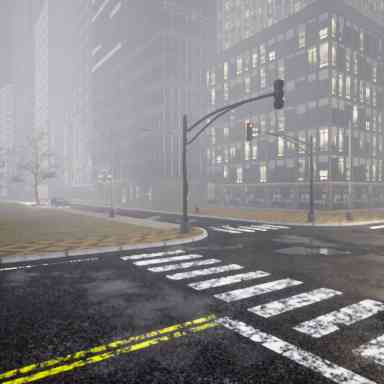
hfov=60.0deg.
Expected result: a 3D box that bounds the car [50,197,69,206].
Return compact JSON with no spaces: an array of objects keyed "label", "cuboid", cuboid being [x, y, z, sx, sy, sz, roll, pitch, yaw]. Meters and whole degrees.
[{"label":"car","cuboid":[-21.667,1.552,54.250,2.033,1.411,5.357,0,0,-35]}]
